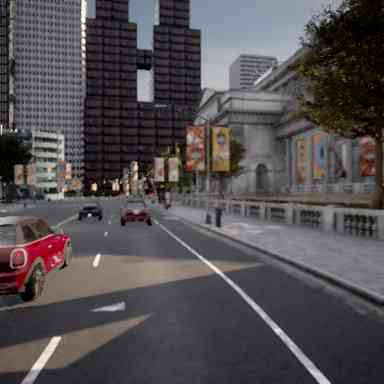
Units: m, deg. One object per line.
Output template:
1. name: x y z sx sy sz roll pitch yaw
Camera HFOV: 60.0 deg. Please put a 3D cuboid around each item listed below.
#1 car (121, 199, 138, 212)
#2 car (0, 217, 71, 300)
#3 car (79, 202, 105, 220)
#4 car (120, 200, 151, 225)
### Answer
1. car: -7.971 1.702 42.021 2.033 1.411 5.357 0 0 -12
2. car: -4.551 1.402 8.527 2.097 1.767 4.553 0 0 -9
3. car: -8.796 1.632 29.272 1.837 1.490 4.892 0 0 -12
4. car: -4.272 1.442 24.866 2.097 1.767 4.553 0 0 -12
